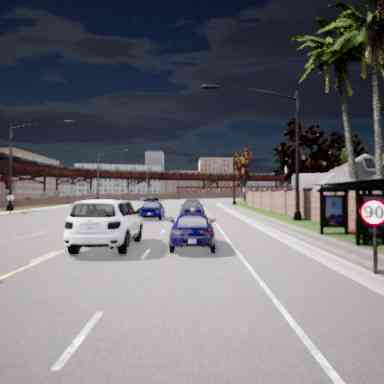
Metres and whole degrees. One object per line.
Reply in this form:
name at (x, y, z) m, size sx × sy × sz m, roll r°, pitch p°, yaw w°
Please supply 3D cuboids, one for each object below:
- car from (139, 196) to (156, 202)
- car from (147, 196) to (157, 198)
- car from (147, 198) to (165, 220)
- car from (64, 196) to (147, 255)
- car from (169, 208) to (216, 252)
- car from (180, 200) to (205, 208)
car at (-10.397, 1.670, 77.760) m, size 1.895 × 1.301 × 4.718 m, roll 0°, pitch 0°, yaw 20°
car at (-8.748, 1.542, 70.993) m, size 1.882 × 1.535 × 5.008 m, roll 0°, pitch 0°, yaw 12°
car at (-3.466, 1.602, 29.483) m, size 1.882 × 1.535 × 5.008 m, roll 0°, pitch 0°, yaw 0°
car at (-3.485, 1.318, 14.003) m, size 2.150 × 2.045 × 5.566 m, roll 0°, pitch 0°, yaw 0°
car at (0.018, 1.630, 14.378) m, size 1.812 × 1.442 × 4.674 m, roll 0°, pitch 0°, yaw 0°
car at (0.032, 1.475, 29.080) m, size 2.097 × 1.767 × 4.553 m, roll 0°, pitch 0°, yaw 0°
